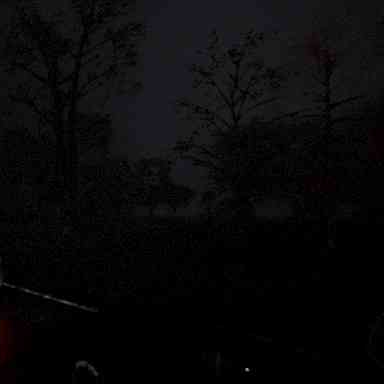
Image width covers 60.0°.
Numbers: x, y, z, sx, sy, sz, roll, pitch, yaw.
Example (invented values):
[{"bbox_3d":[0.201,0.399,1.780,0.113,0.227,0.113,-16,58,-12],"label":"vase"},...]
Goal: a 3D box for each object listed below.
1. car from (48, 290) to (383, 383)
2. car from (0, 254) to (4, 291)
[{"bbox_3d":[0.681,1.714,3.256,4.718,1.301,1.895,-1,-3,35],"label":"car"},{"bbox_3d":[-6.772,1.609,8.419,4.553,1.767,2.097,-2,-3,35],"label":"car"}]
